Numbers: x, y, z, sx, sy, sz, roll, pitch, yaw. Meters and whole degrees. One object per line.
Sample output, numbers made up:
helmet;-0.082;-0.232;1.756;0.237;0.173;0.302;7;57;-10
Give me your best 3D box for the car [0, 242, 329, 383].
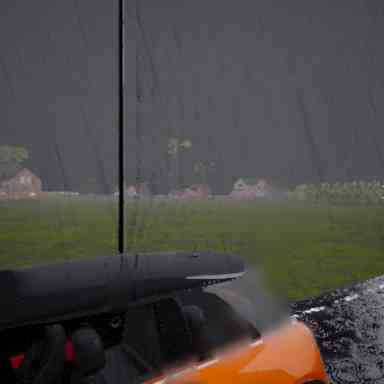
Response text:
car;-1.130;1.351;2.249;4.553;1.767;2.097;0;0;-35
